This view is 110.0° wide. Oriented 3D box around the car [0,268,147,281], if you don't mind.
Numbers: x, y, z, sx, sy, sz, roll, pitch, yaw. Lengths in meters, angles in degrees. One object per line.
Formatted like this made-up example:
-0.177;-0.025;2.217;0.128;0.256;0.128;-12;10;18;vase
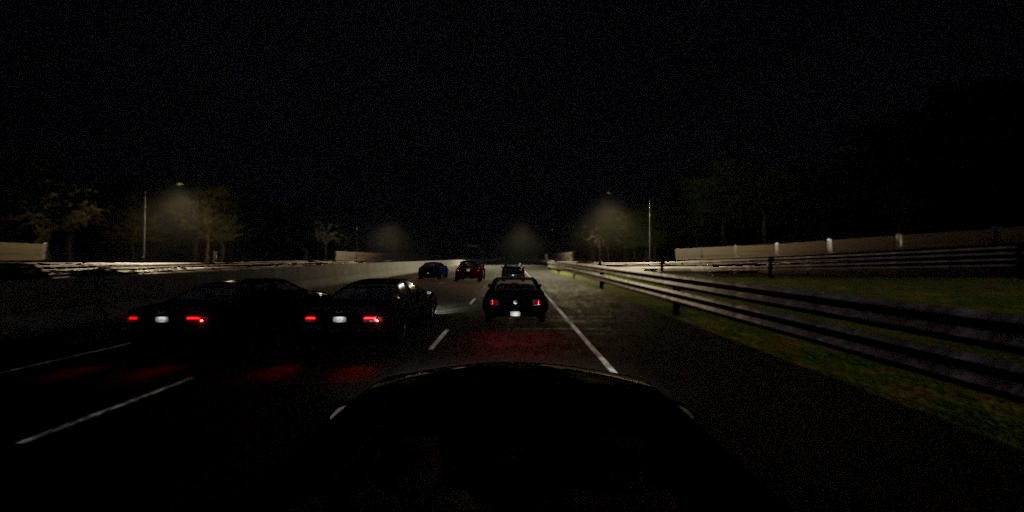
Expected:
-17.603;1.306;14.756;2.033;1.411;5.357;0;0;0;car

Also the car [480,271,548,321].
0.098;1.358;12.424;1.895;1.301;4.718;0;0;0;car

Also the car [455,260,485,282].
-3.405;1.135;29.950;2.097;1.767;4.553;0;0;0;car

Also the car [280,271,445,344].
-3.401;1.302;9.578;2.033;1.411;5.357;0;0;0;car

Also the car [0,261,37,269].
-24.601;1.113;16.451;2.097;1.767;4.553;0;0;0;car

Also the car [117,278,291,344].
-6.901;1.302;9.572;2.033;1.411;5.357;0;0;0;car

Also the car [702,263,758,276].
20.299;1.057;33.700;1.882;1.535;5.008;0;-2;-19;car

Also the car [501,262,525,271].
0.095;1.275;30.174;2.128;1.511;4.902;0;0;0;car

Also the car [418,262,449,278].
-6.905;1.265;31.889;1.882;1.535;5.008;0;0;0;car
